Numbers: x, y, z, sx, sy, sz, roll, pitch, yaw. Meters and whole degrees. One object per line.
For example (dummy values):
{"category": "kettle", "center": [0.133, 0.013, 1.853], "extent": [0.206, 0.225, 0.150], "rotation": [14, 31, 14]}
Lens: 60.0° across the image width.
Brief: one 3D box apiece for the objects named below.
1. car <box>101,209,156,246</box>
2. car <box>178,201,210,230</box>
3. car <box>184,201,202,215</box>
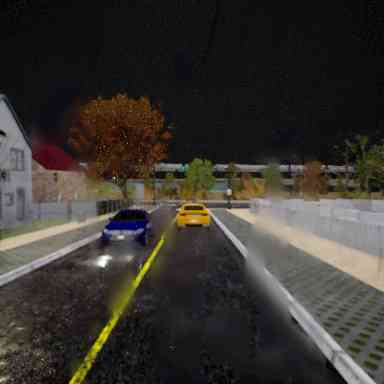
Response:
{"category": "car", "center": [-2.760, 1.530, 15.367], "extent": [1.812, 1.442, 4.674], "rotation": [0, 0, 0]}
{"category": "car", "center": [0.100, 1.487, 21.182], "extent": [1.882, 1.535, 5.008], "rotation": [0, 0, 0]}
{"category": "car", "center": [0.104, 1.631, 35.882], "extent": [1.895, 1.301, 4.718], "rotation": [0, 0, 0]}
